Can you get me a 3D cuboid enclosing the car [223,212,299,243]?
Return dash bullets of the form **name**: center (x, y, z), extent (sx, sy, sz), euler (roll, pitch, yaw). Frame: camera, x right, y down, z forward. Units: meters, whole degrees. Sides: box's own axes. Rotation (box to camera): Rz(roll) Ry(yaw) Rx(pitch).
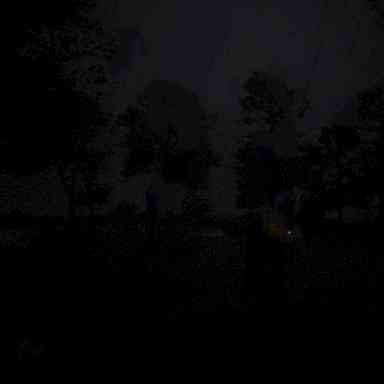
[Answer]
- **car**: center (3.480, 1.751, 17.477), extent (1.812, 1.442, 4.674), euler (0, -1, -28)
